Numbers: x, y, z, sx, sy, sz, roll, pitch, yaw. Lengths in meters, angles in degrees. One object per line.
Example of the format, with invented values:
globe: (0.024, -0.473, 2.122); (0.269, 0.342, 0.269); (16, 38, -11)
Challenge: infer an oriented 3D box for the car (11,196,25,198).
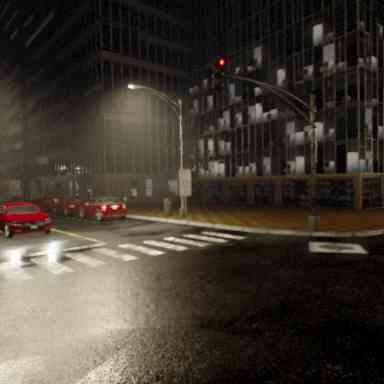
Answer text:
car: (-20.978, 1.094, 39.960); (1.947, 1.339, 4.313); (-3, 2, -41)

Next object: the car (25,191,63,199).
car: (-13.607, 0.883, 31.393); (2.192, 1.841, 5.009); (-3, 2, -41)

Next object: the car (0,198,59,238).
car: (-8.747, 1.301, 16.906); (1.882, 1.535, 5.008); (-3, 2, -41)

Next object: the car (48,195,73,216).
car: (-9.908, 1.169, 27.124); (1.802, 1.307, 4.206); (-3, 2, -41)

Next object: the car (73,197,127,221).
car: (-6.222, 1.047, 22.843); (1.967, 1.590, 4.097); (-3, 2, -41)

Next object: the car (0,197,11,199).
car: (-15.565, 1.009, 24.800); (2.150, 2.045, 5.566); (-3, 2, -41)
